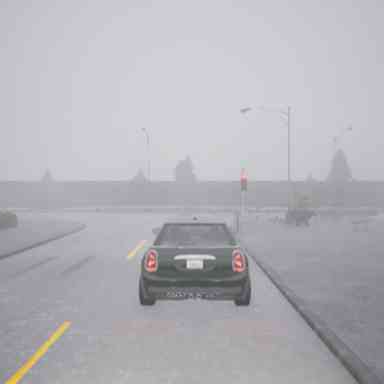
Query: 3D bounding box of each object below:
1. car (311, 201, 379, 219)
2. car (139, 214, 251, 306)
[{"bbox_3d":[12.240,1.406,26.673,4.718,1.301,1.895,0,0,2],"label":"car"},{"bbox_3d":[0.075,1.293,8.058,2.097,1.767,4.553,0,0,1],"label":"car"}]
